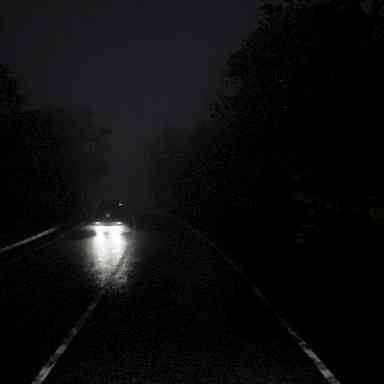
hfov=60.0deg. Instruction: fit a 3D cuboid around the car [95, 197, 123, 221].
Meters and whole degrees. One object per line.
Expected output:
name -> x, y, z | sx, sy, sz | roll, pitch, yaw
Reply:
car -> -6.503, 1.415, 26.232 | 2.128, 1.511, 4.902 | 1, 0, -11
